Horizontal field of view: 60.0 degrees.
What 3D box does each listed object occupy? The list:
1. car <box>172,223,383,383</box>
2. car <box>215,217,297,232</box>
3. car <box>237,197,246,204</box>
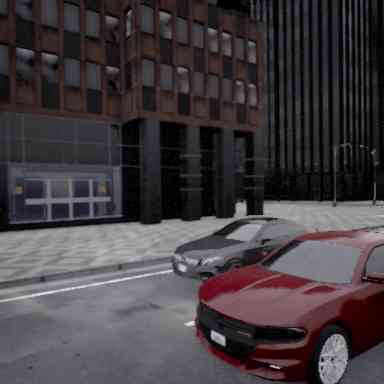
[{"bbox_3d":[2.340,1.403,5.343,5.008,1.535,1.882,-1,1,-35],"label":"car"},{"bbox_3d":[1.683,1.424,8.862,4.674,1.442,1.812,-1,1,-35],"label":"car"},{"bbox_3d":[7.299,1.418,58.797,1.895,1.301,4.718,-1,0,-35],"label":"car"}]
